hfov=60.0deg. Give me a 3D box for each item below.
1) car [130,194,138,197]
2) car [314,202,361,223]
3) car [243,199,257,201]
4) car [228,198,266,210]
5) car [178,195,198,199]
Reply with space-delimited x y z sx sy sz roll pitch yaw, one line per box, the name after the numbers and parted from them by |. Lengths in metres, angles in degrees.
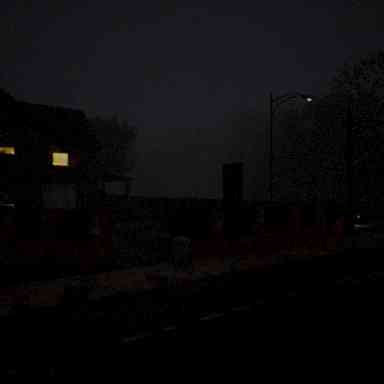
-12.838 1.238 68.945 2.128 1.511 4.902 0 0 -36 | car
10.324 1.472 25.232 1.812 1.442 4.674 0 0 -36 | car
5.009 1.437 32.629 1.812 1.442 4.674 0 0 -36 | car
6.801 1.495 41.614 1.895 1.301 4.718 0 0 -36 | car
-0.210 1.227 39.887 2.097 1.767 4.553 0 0 -36 | car
